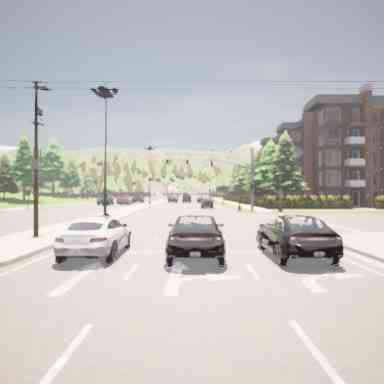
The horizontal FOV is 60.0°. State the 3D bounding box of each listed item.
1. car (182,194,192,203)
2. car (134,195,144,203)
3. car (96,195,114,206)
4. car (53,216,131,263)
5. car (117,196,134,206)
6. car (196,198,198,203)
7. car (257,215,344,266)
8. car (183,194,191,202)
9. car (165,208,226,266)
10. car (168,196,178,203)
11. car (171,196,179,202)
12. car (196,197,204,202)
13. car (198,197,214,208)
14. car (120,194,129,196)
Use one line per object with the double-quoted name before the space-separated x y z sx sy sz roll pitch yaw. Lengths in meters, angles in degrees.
"car" -1.257 1.623 81.274 2.150 2.045 5.566 0 0 0
"car" -12.759 1.619 79.142 2.150 2.045 5.566 0 0 0
"car" -16.282 1.532 62.689 2.150 2.045 5.566 0 0 0
"car" -3.432 1.586 12.082 1.812 1.442 4.674 0 0 0
"car" -12.787 1.876 62.857 1.994 1.385 4.181 0 0 0
"car" 2.243 1.929 82.131 2.128 1.511 4.902 0 0 0
"car" 3.580 1.551 11.771 2.128 1.511 4.902 0 0 0
"car" -1.249 1.658 91.918 2.150 2.045 5.566 0 0 0
"car" 0.146 1.551 11.744 2.128 1.511 4.902 0 0 1
"car" -4.757 1.762 81.963 2.097 1.767 4.553 0 0 0
"car" -4.749 1.933 91.890 1.837 1.490 4.892 0 0 0
"car" 2.252 1.989 92.197 1.994 1.385 4.181 0 0 0
"car" 2.308 1.758 50.996 1.837 1.490 4.892 0 0 -1
"car" -16.259 1.612 79.038 2.150 2.045 5.566 0 0 0
